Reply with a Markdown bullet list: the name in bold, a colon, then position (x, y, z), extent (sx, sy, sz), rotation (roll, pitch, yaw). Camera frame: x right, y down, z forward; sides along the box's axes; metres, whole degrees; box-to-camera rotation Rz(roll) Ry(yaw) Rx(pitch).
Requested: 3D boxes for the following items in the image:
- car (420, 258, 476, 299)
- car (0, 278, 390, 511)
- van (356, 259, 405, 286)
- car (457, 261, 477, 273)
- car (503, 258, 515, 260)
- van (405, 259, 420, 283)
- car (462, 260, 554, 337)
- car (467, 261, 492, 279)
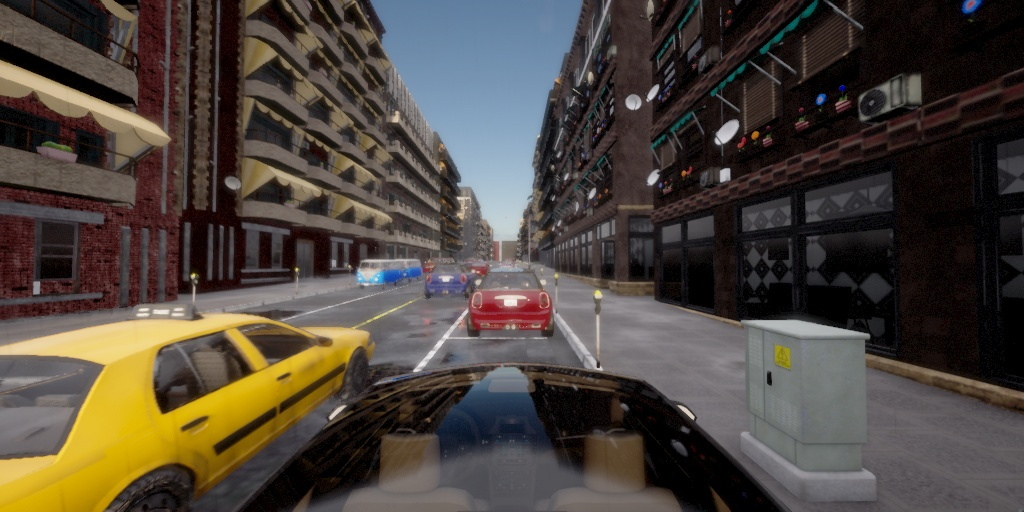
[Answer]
- **car**: position (-3.000, 1.113, 18.491), extent (2.097, 1.767, 4.553), rotation (0, 0, 0)
- **car**: position (-3.020, 1.206, 3.420), extent (1.801, 1.575, 5.366), rotation (0, 0, 0)
- **van**: position (-8.335, 1.108, 22.603), extent (1.690, 1.789, 3.998), rotation (0, 0, 0)
- **car**: position (-5.788, 1.382, 46.615), extent (1.994, 1.385, 4.181), rotation (0, 0, 1)
- **car**: position (-0.445, 1.240, 39.134), extent (1.967, 1.591, 4.097), rotation (0, 0, 0)
- **van**: position (-8.335, 1.118, 28.134), extent (1.690, 1.789, 3.998), rotation (0, 0, 0)
- **car**: position (-0.033, 1.108, 10.473), extent (2.097, 1.767, 4.553), rotation (0, 0, 0)
- **car**: position (-2.993, 1.266, 34.289), extent (1.882, 1.535, 5.008), rotation (0, 0, 1)
